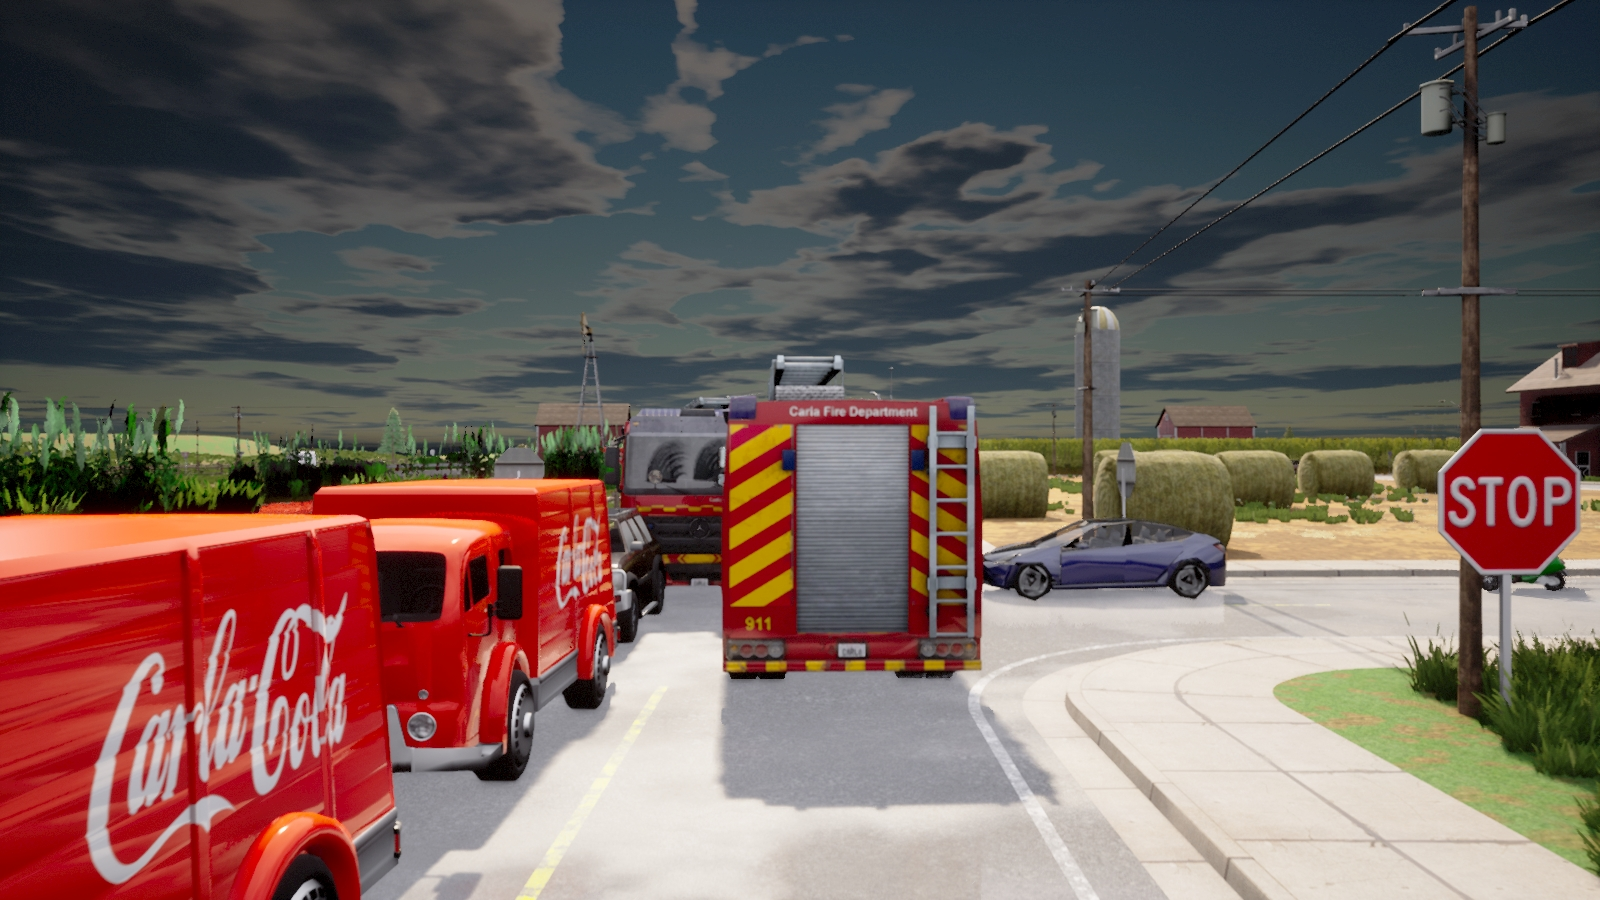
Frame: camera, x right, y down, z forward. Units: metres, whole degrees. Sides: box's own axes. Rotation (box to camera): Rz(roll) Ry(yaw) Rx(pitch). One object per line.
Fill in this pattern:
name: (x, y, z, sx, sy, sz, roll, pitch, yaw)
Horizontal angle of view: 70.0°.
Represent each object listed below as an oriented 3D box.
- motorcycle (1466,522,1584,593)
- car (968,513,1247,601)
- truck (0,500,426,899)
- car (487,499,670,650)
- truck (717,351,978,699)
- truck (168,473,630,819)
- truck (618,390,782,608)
motorcycle: (14.354, 2.116, 22.656, 1.805, 1.316, 0.856, 0, 0, -2)
car: (5.880, 2.034, 22.272, 4.792, 1.488, 2.163, 0, 0, -4)
truck: (-3.511, 1.527, 4.035, 2.627, 2.467, 5.204, 0, 0, 1)
car: (-3.300, 1.807, 17.970, 1.932, 1.855, 4.605, 0, 0, 1)
truck: (0.364, 0.843, 16.871, 2.891, 3.827, 8.468, 0, 0, -2)
truck: (-3.396, 1.517, 11.168, 2.627, 2.467, 5.204, 0, 0, 1)
truck: (-2.369, 0.834, 24.456, 2.891, 3.827, 8.468, 0, 0, -8)
